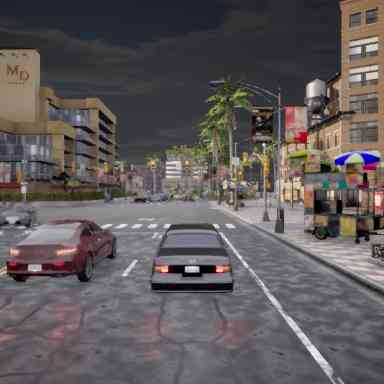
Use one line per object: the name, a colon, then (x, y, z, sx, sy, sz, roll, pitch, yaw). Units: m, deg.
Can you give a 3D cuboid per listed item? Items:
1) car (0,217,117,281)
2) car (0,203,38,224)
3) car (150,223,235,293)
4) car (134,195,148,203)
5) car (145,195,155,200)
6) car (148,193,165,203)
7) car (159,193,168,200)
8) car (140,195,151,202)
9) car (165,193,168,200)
car: (-3.510, 1.526, 9.709, 1.812, 1.442, 4.674, 0, 0, 0)
car: (-11.325, 1.491, 21.847, 2.128, 1.511, 4.902, 0, 0, -19)
car: (-0.004, 1.547, 8.970, 2.033, 1.411, 5.357, 0, 0, 0)
car: (-11.159, 1.595, 71.320, 1.895, 1.301, 4.718, 0, 0, -1)
car: (-11.342, 1.540, 90.761, 2.033, 1.411, 5.357, 0, 0, -1)
car: (-7.659, 1.355, 71.368, 2.097, 1.767, 4.553, 0, 0, -1)
car: (-7.853, 1.225, 91.456, 2.150, 2.045, 5.566, 0, 0, -1)
car: (-11.244, 1.478, 80.463, 1.882, 1.535, 5.008, 0, 0, -1)
car: (-7.747, 1.225, 80.707, 2.150, 2.045, 5.566, 0, 0, -1)
